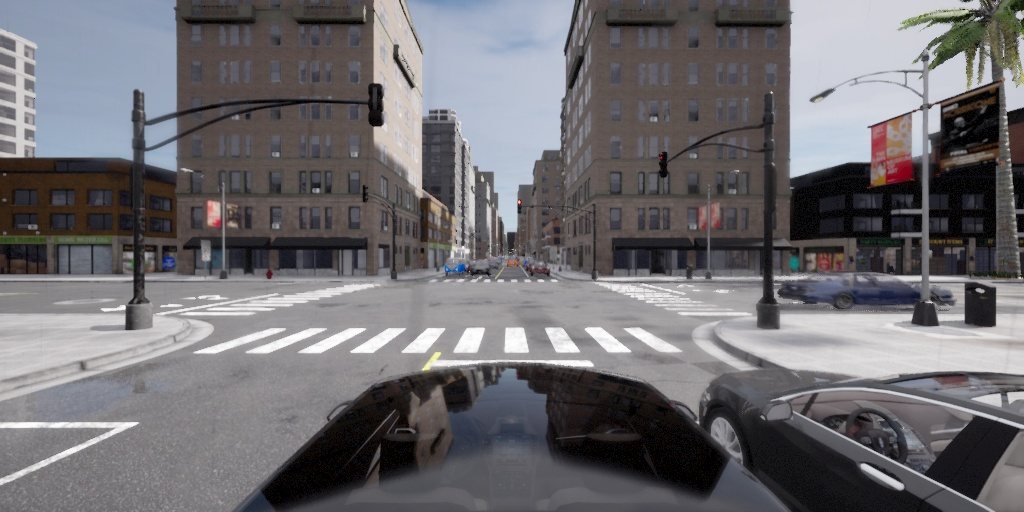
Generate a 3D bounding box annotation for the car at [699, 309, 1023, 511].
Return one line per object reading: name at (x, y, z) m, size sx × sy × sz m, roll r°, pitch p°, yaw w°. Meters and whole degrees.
car at (2.668, 1.300, 1.793) m, size 2.007 × 1.370 × 4.403 m, roll 0°, pitch 0°, yaw 0°

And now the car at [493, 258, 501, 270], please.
car at (-2.979, 1.304, 51.565) m, size 1.994 × 1.385 × 4.181 m, roll 0°, pitch 0°, yaw 0°

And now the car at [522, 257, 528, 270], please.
car at (2.768, 1.181, 47.781) m, size 1.967 × 1.591 × 4.097 m, roll 0°, pitch 0°, yaw 0°

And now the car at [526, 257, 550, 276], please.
car at (2.741, 1.183, 36.442) m, size 1.967 × 1.591 × 4.097 m, roll 0°, pitch 0°, yaw 0°

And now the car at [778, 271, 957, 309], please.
car at (13.694, 1.321, 14.087) m, size 5.357 × 1.411 × 2.033 m, roll 0°, pitch 0°, yaw 3°

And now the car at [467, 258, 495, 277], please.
car at (-3.025, 1.248, 35.803) m, size 1.837 × 1.490 × 4.892 m, roll 0°, pitch 0°, yaw 0°

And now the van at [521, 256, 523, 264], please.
van at (2.795, 1.079, 59.119) m, size 1.690 × 1.789 × 3.998 m, roll 0°, pitch 0°, yaw 0°

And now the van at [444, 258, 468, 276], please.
van at (-5.785, 1.084, 36.461) m, size 1.690 × 1.789 × 3.998 m, roll 0°, pitch 0°, yaw 0°
